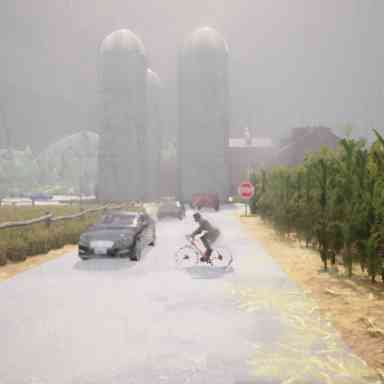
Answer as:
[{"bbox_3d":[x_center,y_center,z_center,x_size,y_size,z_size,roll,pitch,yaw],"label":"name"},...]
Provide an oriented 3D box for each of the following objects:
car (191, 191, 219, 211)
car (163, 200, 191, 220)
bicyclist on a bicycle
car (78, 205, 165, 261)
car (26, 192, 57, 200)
[{"bbox_3d":[1.296,0.957,36.471,2.150,2.045,5.566,0,0,-12],"label":"car"},{"bbox_3d":[-1.512,1.386,26.425,2.033,1.411,5.357,0,1,4],"label":"car"},{"bbox_3d":[0.321,1.420,9.537,1.656,1.620,0.582,-1,0,4],"label":"bicyclist on a bicycle"},{"bbox_3d":[-2.515,1.450,12.173,2.128,1.511,4.902,0,0,4],"label":"car"},{"bbox_3d":[-32.530,0.891,71.911,4.611,1.667,2.242,0,1,3],"label":"car"}]
